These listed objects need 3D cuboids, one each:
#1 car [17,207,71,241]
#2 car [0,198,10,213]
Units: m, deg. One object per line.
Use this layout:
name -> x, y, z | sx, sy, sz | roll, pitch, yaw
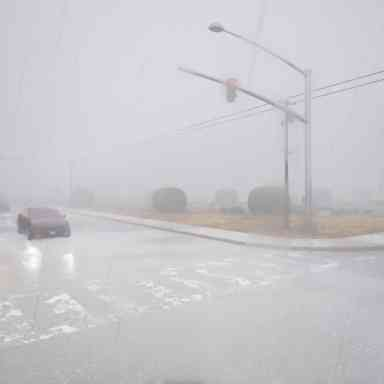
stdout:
car -> -7.719, 1.528, 17.116 | 1.882, 1.535, 5.008 | 0, 1, -35
car -> -21.439, 1.435, 36.915 | 1.882, 1.535, 5.008 | 0, 1, -35
